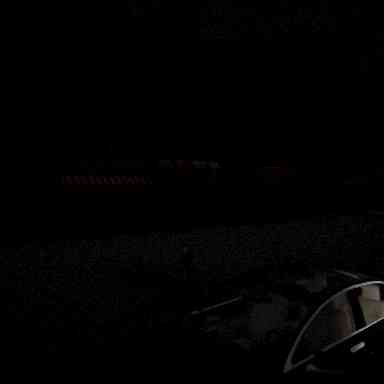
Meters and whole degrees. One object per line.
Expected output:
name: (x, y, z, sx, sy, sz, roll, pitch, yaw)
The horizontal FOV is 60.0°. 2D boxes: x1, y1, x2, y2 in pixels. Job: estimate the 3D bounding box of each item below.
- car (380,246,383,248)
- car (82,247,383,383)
car: (5.551, 1.291, 6.795, 5.009, 1.841, 2.192, 0, -1, -35)
car: (1.034, 1.548, 3.568, 4.403, 1.369, 2.008, 0, -1, -35)
